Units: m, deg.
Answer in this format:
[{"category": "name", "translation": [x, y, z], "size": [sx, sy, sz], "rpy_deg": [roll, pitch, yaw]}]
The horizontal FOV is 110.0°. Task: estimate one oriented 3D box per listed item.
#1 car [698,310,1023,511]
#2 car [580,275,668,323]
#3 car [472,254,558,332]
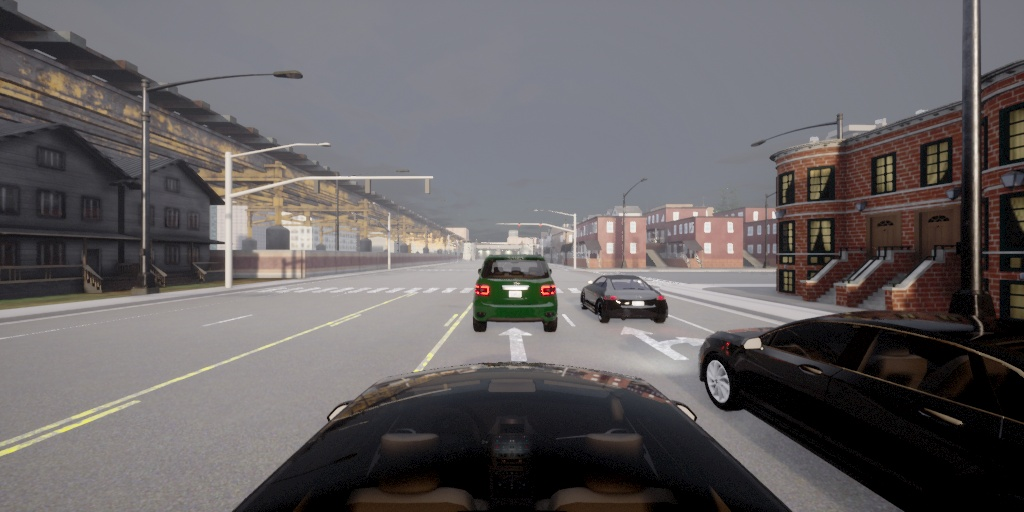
[{"category": "car", "translation": [3.600, 1.255, 3.229], "size": [1.837, 1.490, 4.892], "rpy_deg": [0, 0, 0]}, {"category": "car", "translation": [3.589, 1.314, 12.142], "size": [1.994, 1.385, 4.181], "rpy_deg": [0, 0, 1]}, {"category": "car", "translation": [0.089, 0.971, 10.973], "size": [2.150, 2.045, 5.566], "rpy_deg": [0, 0, 0]}]
